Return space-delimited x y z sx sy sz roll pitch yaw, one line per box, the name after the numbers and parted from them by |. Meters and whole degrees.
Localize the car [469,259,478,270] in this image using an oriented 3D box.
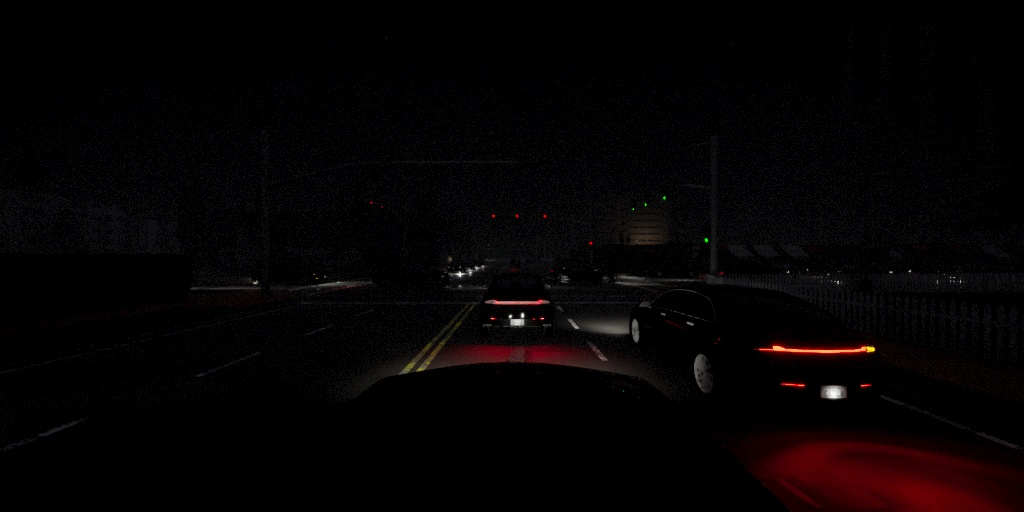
-6.751 1.275 54.140 1.812 1.442 4.674 0 0 1 | car

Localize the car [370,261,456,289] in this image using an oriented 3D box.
-6.327 1.241 22.561 4.902 1.511 2.128 0 0 0 | car

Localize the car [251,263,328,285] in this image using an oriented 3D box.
-15.927 1.255 25.824 4.892 1.490 1.837 0 0 -2 | car

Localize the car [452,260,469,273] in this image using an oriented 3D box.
-6.823 1.255 44.317 1.837 1.490 4.892 0 0 0 | car

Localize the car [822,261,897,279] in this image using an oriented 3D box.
28.890 1.276 30.144 4.674 1.442 1.812 0 0 -1 | car

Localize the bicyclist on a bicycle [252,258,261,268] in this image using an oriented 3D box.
-26.157 1.051 36.812 0.582 1.620 1.656 0 0 -3 | bicyclist on a bicycle

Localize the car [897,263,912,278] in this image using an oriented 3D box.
34.499 1.241 33.751 4.902 1.511 2.128 0 0 -1 | car

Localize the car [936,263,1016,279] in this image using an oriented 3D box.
38.889 1.276 30.322 4.674 1.442 1.812 0 0 -1 | car

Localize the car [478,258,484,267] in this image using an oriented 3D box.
-6.643 1.314 64.183 1.994 1.385 4.181 0 0 1 | car

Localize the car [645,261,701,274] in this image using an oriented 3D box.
14.936 1.255 33.460 4.892 1.490 1.837 0 0 1 | car

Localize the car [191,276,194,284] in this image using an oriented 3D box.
-22.541 1.242 22.124 4.902 1.511 2.128 0 0 -1 | car

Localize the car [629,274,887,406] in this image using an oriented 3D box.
3.589 1.255 6.383 1.837 1.490 4.892 0 0 1 | car

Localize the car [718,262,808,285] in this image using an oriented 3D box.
15.403 1.254 22.711 4.892 1.490 1.837 0 0 -1 | car

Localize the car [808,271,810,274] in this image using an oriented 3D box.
24.675 1.297 33.576 5.357 1.411 2.033 0 0 -1 | car

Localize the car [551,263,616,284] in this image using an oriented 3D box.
5.065 1.254 26.069 4.892 1.490 1.837 0 0 0 | car

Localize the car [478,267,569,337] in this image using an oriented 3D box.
0.134 1.241 10.289 2.128 1.511 4.902 0 0 0 | car

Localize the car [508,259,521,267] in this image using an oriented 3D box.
0.473 1.254 58.992 1.837 1.490 4.892 0 0 0 | car
